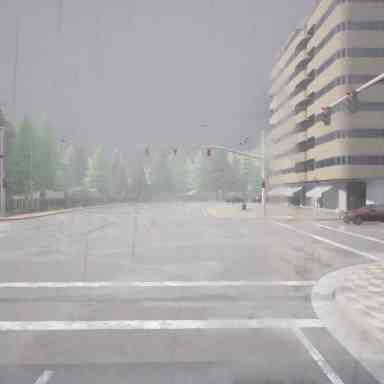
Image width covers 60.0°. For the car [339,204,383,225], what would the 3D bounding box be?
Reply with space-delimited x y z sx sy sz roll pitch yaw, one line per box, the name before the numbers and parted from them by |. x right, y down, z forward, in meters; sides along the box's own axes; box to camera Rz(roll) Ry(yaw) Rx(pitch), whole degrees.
car | 13.167 1.581 24.113 4.674 1.442 1.812 0 0 -1

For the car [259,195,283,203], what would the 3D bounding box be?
car | 17.555 1.525 73.762 4.902 1.511 2.128 0 0 -23

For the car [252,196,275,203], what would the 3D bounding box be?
car | 14.204 1.526 67.860 4.674 1.442 1.812 0 0 -34

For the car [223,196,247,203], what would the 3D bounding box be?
car | 8.891 1.547 68.158 5.357 1.411 2.033 0 0 -38
